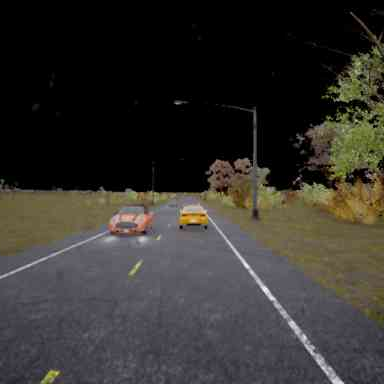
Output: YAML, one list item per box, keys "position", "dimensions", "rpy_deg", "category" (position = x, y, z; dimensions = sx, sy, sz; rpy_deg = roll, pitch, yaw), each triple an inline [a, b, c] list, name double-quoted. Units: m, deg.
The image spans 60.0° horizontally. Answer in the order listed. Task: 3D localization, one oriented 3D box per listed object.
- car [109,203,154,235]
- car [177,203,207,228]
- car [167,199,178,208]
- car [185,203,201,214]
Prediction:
- position: [-3.594, 1.572, 20.456]
  dimensions: [2.097, 1.767, 4.553]
  rpy_deg: [0, -1, 0]
  category: "car"
- position: [0.106, 1.738, 24.261]
  dimensions: [1.882, 1.535, 5.008]
  rpy_deg: [0, -1, 0]
  category: "car"
- position: [-3.520, 2.143, 61.515]
  dimensions: [1.837, 1.490, 4.892]
  rpy_deg: [0, -1, 1]
  category: "car"
- position: [0.109, 2.057, 42.636]
  dimensions: [1.895, 1.301, 4.718]
  rpy_deg: [0, -1, 0]
  category: "car"
